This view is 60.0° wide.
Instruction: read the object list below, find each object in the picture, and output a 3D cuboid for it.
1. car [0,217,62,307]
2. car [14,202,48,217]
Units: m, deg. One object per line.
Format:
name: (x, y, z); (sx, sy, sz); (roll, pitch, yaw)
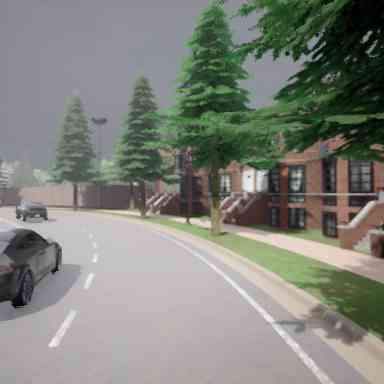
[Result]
car: (-4.392, 1.562, 7.761); (1.812, 1.442, 4.674); (0, 0, -10)
car: (-13.568, 1.616, 27.957); (1.837, 1.490, 4.892); (0, 0, -37)
